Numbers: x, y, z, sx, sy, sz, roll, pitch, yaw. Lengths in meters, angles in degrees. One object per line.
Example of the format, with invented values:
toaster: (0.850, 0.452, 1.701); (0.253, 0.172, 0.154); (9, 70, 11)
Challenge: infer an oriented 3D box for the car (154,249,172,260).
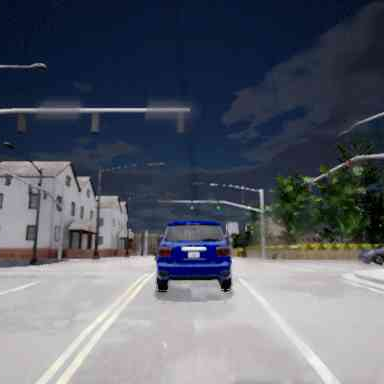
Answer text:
car: (-3.617, 7.975, 42.445); (1.895, 1.301, 4.718); (0, -10, 0)

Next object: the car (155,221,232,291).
car: (0.073, 2.082, 11.426); (2.150, 2.045, 5.566); (0, -7, 0)

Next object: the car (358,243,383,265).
car: (15.464, 4.749, 26.055); (4.553, 1.767, 2.097); (0, -10, 1)
